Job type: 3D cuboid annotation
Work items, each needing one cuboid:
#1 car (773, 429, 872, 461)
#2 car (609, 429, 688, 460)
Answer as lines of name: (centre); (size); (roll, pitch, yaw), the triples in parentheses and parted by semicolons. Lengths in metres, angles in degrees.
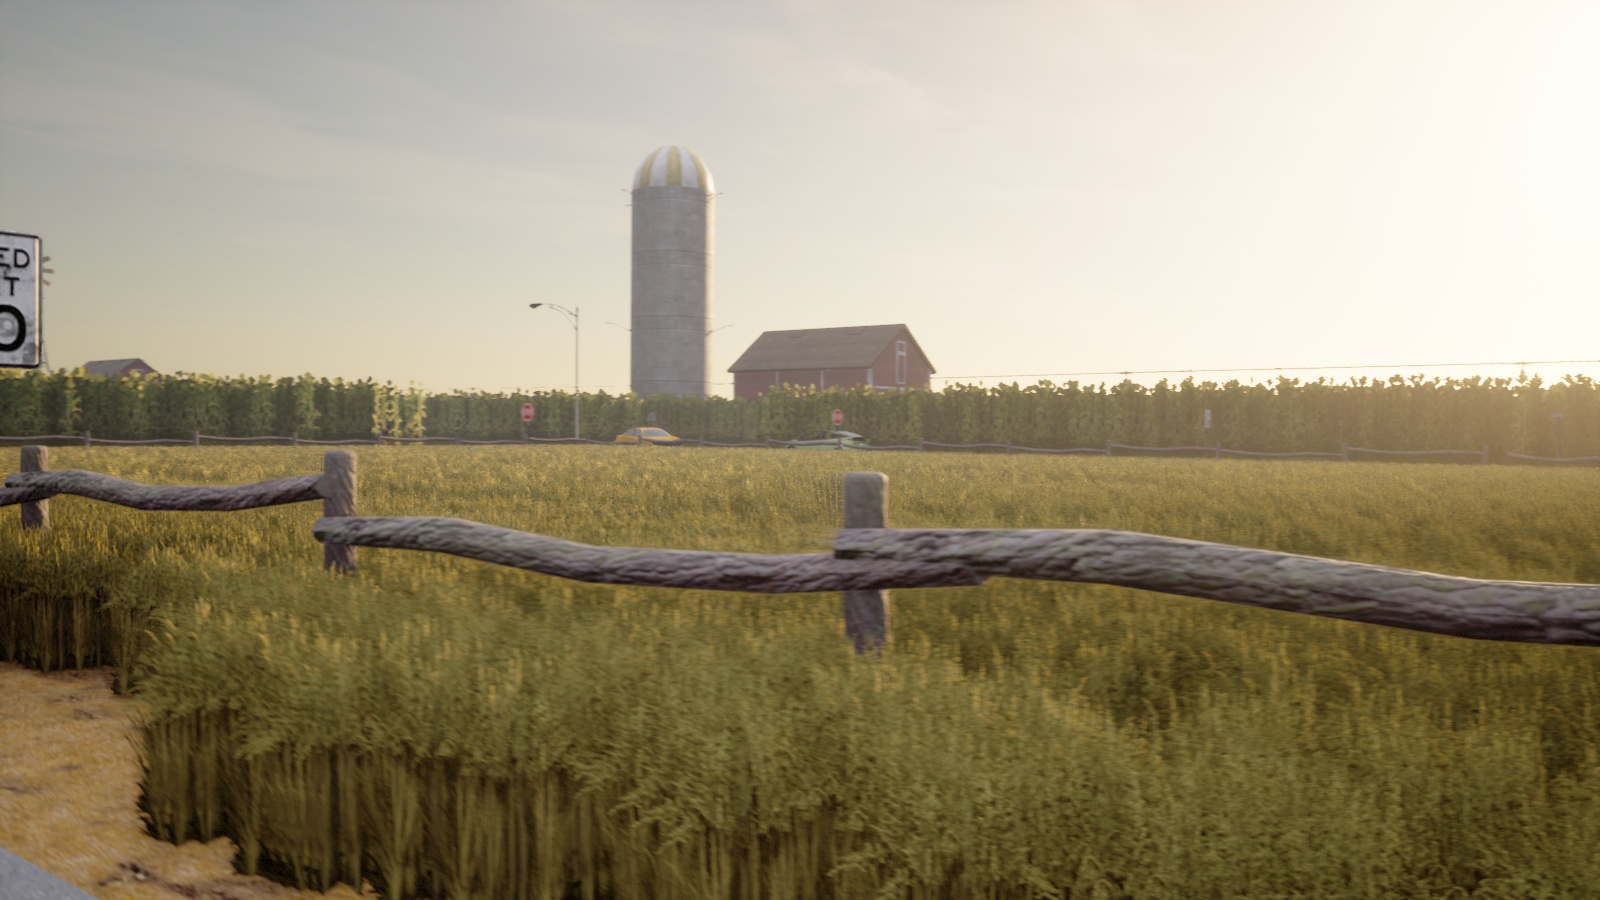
car: (1.088, -0.278, 61.008); (4.514, 1.525, 2.007); (1, 1, 39)
car: (-7.876, -0.301, 65.050); (1.882, 1.535, 5.008); (-2, 2, -35)
